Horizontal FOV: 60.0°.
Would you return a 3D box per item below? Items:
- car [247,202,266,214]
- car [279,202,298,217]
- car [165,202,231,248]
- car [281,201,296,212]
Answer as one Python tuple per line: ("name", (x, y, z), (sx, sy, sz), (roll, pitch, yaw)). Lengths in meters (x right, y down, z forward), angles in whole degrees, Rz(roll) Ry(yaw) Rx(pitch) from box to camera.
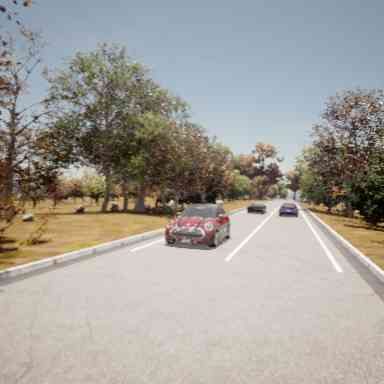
("car", (7.652, 1.842, 39.165), (1.895, 1.301, 4.718), (2, 0, 17))
("car", (10.545, 1.926, 36.344), (1.994, 1.385, 4.181), (2, 0, 16))
("car", (0.428, 1.343, 15.055), (2.097, 1.767, 4.553), (2, 0, 17))
("car", (13.918, 2.078, 47.862), (1.895, 1.301, 4.718), (2, 0, 17))
